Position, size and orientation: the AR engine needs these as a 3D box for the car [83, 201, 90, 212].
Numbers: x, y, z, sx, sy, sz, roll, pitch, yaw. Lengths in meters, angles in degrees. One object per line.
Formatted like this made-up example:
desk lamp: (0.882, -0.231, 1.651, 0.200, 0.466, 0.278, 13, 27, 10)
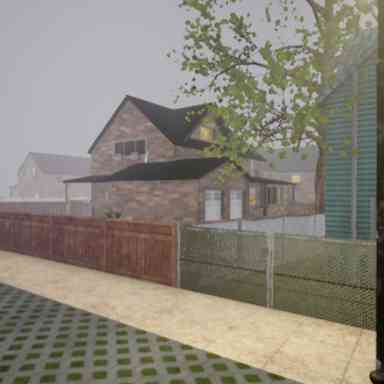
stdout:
car: (-13.420, 1.632, 38.263, 1.994, 1.385, 4.181, 0, 0, 35)
